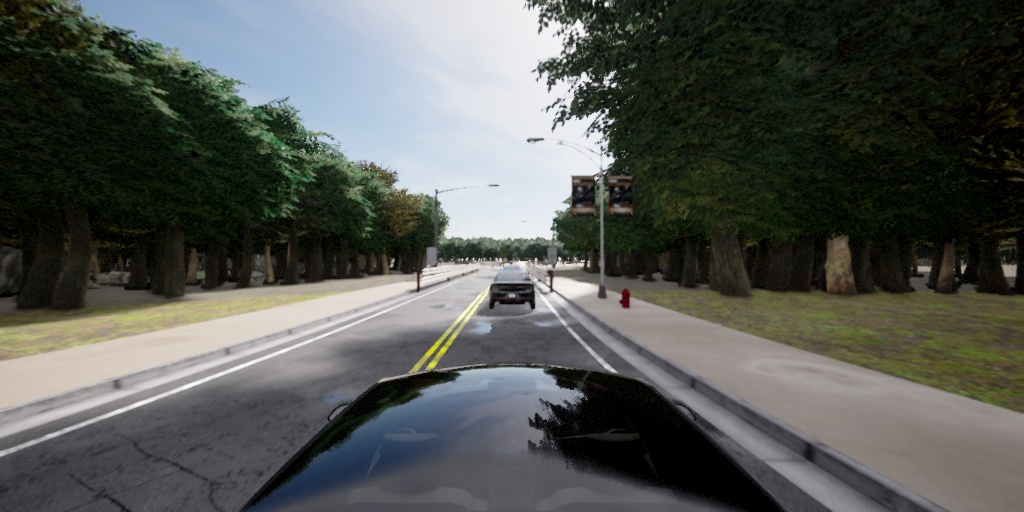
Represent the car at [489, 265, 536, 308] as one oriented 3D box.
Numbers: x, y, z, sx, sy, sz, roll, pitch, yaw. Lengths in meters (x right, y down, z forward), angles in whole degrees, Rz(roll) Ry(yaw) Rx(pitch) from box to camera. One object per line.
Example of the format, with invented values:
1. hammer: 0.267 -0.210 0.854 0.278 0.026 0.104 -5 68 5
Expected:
1. car: 0.021 1.376 16.099 1.882 1.535 5.008 0 0 0
